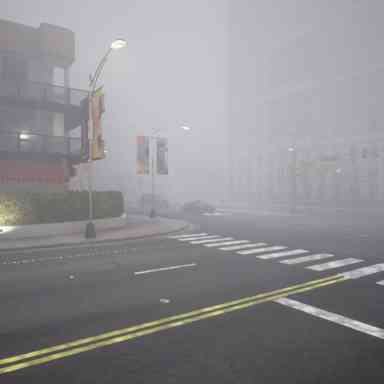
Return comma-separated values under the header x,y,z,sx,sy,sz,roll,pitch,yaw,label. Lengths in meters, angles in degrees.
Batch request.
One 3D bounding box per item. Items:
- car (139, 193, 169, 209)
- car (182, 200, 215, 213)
x,y,z,sx,sy,sz,roll,pitch,yaw,label
-5.237,1.221,45.321,2.150,2.045,5.566,0,0,-35,car
0.701,1.564,36.686,1.994,1.385,4.181,0,0,-35,car
